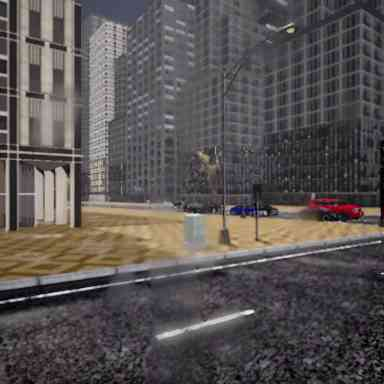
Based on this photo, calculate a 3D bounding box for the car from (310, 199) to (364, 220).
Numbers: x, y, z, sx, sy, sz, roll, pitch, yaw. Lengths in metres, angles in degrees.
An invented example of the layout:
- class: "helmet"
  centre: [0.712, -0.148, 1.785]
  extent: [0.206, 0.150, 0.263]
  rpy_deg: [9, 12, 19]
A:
- class: "car"
  centre: [14.739, 1.789, 34.445]
  extent: [2.150, 2.045, 5.566]
  rpy_deg: [0, -1, -35]

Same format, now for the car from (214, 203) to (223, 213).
- class: "car"
  centre: [3.114, 2.391, 50.937]
  extent: [1.837, 1.490, 4.892]
  rpy_deg: [0, -1, -35]

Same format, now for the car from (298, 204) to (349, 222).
- class: "car"
  centre: [12.402, 2.124, 32.118]
  extent: [1.994, 1.385, 4.181]
  rpy_deg: [0, -1, -35]

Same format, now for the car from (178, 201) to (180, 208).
- class: "car"
  centre: [-2.881, 2.553, 70.852]
  extent: [2.128, 1.511, 4.902]
  rpy_deg: [0, -1, -35]

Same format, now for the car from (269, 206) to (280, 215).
- class: "car"
  centre: [8.958, 2.230, 42.641]
  extent: [1.837, 1.490, 4.892]
  rpy_deg: [0, -1, -35]

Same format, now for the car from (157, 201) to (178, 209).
- class: "car"
  centre: [-5.536, 2.728, 68.977]
  extent: [1.812, 1.442, 4.674]
  rpy_deg: [0, -1, -35]

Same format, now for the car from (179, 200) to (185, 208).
- class: "car"
  centre: [0.130, 2.606, 61.048]
  extent: [1.994, 1.385, 4.181]
  rpy_deg: [0, -1, -35]

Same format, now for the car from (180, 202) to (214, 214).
- class: "car"
  centre: [0.689, 2.481, 48.732]
  extent: [1.895, 1.301, 4.718]
  rpy_deg: [0, -1, -35]

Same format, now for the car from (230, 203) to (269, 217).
- class: "car"
  centre: [6.602, 2.244, 40.338]
  extent: [1.812, 1.442, 4.674]
  rpy_deg: [0, -1, -35]

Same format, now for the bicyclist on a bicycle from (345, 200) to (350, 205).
- class: "bicyclist on a bicycle"
  centre: [20.796, 1.941, 44.683]
  extent: [1.656, 1.620, 0.582]
  rpy_deg: [0, -1, -35]

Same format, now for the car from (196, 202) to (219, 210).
- class: "car"
  centre: [2.869, 2.638, 62.706]
  extent: [1.895, 1.301, 4.718]
  rpy_deg: [0, -1, -35]
